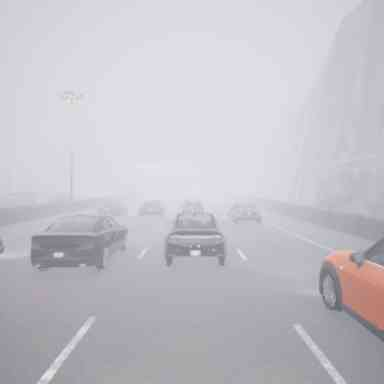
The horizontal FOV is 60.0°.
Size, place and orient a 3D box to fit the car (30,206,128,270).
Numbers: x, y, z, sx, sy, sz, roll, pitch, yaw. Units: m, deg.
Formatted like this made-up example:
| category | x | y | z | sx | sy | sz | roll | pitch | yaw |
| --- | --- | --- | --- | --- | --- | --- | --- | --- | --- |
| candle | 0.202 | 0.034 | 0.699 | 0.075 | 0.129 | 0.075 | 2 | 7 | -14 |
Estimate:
| category | x | y | z | sx | sy | sz | roll | pitch | yaw |
| --- | --- | --- | --- | --- | --- | --- | --- | --- | --- |
| car | -3.404 | 1.437 | 10.954 | 1.882 | 1.535 | 5.008 | 0 | 0 | 0 |

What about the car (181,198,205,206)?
| category | x | y | z | sx | sy | sz | roll | pitch | yaw |
| --- | --- | --- | --- | --- | --- | --- | --- | --- | --- |
| car | 0.090 | 1.295 | 28.640 | 2.128 | 1.511 | 4.902 | 0 | 1 | 0 |

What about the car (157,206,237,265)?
| category | x | y | z | sx | sy | sz | roll | pitch | yaw |
| --- | --- | --- | --- | --- | --- | --- | --- | --- | --- |
| car | 0.096 | 1.447 | 11.555 | 2.128 | 1.511 | 4.902 | 0 | 0 | 0 |

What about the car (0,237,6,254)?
| category | x | y | z | sx | sy | sz | roll | pitch | yaw |
| --- | --- | --- | --- | --- | --- | --- | --- | --- | --- |
| car | -6.902 | 1.521 | 8.231 | 2.033 | 1.411 | 5.357 | 0 | 0 | 0 |

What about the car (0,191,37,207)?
| category | x | y | z | sx | sy | sz | roll | pitch | yaw |
| --- | --- | --- | --- | --- | --- | --- | --- | --- | --- |
| car | -21.101 | 0.854 | 40.665 | 2.150 | 2.045 | 5.566 | 0 | 1 | 0 |

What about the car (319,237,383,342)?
| category | x | y | z | sx | sy | sz | roll | pitch | yaw |
| --- | --- | --- | --- | --- | --- | --- | --- | --- | --- |
| car | 3.596 | 1.339 | 4.840 | 2.097 | 1.767 | 4.553 | 0 | 0 | 0 |

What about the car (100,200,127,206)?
| category | x | y | z | sx | sy | sz | roll | pitch | yaw |
| --- | --- | --- | --- | --- | --- | --- | --- | --- | --- |
| car | -6.910 | 1.360 | 29.235 | 1.994 | 1.385 | 4.181 | 0 | 1 | 0 |

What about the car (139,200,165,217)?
| category | x | y | z | sx | sy | sz | roll | pitch | yaw |
| --- | --- | --- | --- | --- | --- | --- | --- | --- | --- |
| car | -3.409 | 1.361 | 29.137 | 1.994 | 1.385 | 4.181 | 0 | 1 | 0 |

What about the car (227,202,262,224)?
| category | x | y | z | sx | sy | sz | roll | pitch | yaw |
| --- | --- | --- | --- | --- | --- | --- | --- | --- | --- |
| car | 3.592 | 1.410 | 23.393 | 2.033 | 1.411 | 5.357 | 0 | 1 | 0 |

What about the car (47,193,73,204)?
| category | x | y | z | sx | sy | sz | roll | pitch | yaw |
| --- | --- | --- | --- | --- | --- | --- | --- | --- | --- |
| car | -17.590 | 0.918 | 44.487 | 2.097 | 1.767 | 4.553 | 0 | 1 | 0 |
